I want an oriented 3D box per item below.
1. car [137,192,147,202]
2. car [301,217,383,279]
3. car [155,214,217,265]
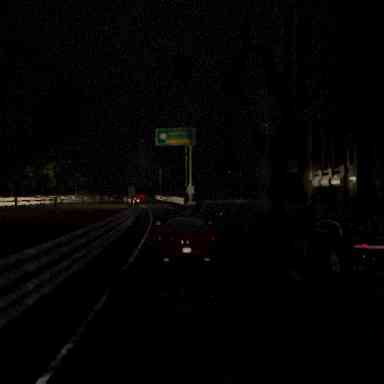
[{"bbox_3d":[-11.269,1.125,74.946,2.150,2.045,5.566,0,0,-12],"label":"car"},{"bbox_3d":[4.726,1.504,10.056,2.128,1.511,4.902,0,0,3],"label":"car"},{"bbox_3d":[-0.265,1.500,11.820,1.882,1.535,5.008,0,0,-3],"label":"car"}]
